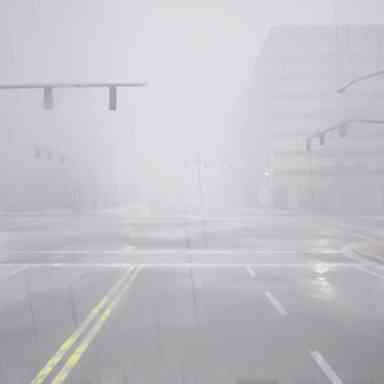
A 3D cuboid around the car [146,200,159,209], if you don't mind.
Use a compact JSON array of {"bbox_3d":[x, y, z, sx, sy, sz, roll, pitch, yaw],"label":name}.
[{"bbox_3d":[-7.002,2.149,59.604,1.837,1.490,4.892,0,-1,0],"label":"car"}]
